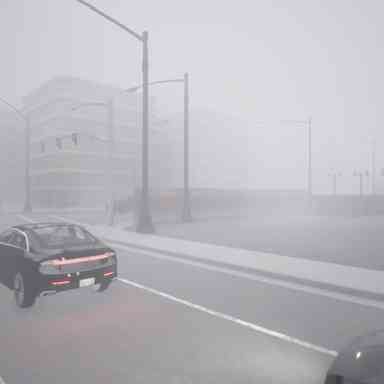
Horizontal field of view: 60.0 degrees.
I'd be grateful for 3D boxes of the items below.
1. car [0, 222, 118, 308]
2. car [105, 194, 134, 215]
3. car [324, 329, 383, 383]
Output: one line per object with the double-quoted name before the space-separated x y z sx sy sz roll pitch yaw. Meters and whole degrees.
"car" -3.647 1.492 8.041 2.128 1.511 4.902 0 0 -43
"car" -6.290 1.221 34.999 5.566 2.045 2.150 0 0 -44
"car" 3.196 1.505 1.584 4.892 1.490 1.837 0 0 38
